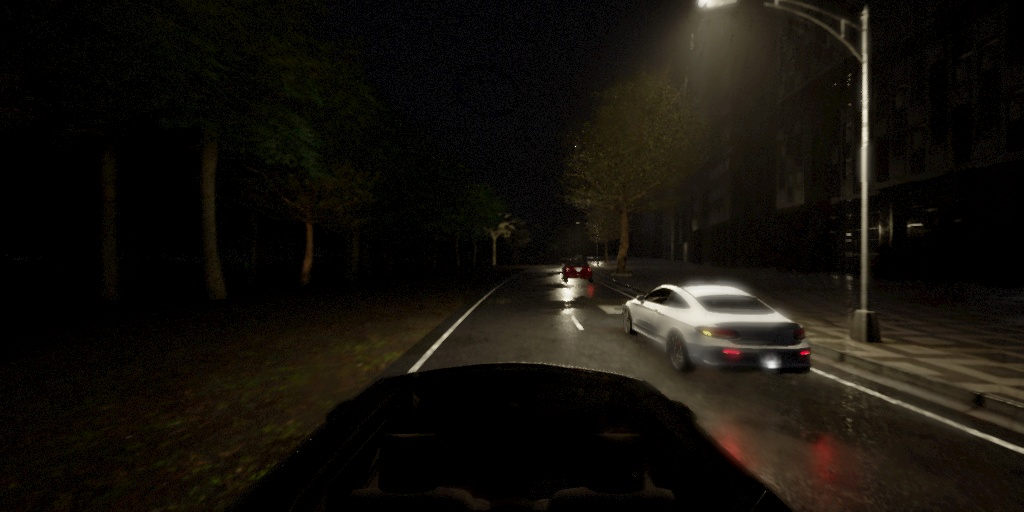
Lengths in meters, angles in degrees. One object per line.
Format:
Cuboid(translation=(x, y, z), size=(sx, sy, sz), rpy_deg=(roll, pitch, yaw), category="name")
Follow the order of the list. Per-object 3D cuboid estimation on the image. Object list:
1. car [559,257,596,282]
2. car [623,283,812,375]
Cuboid(translation=(5.041, 1.047, 28.142), size=(2.097, 1.767, 4.553), rpy_deg=(0, 0, 6), category="car")
Cuboid(translation=(3.725, 1.269, 7.378), size=(1.812, 1.442, 4.674), rpy_deg=(0, 0, 1), category="car")
